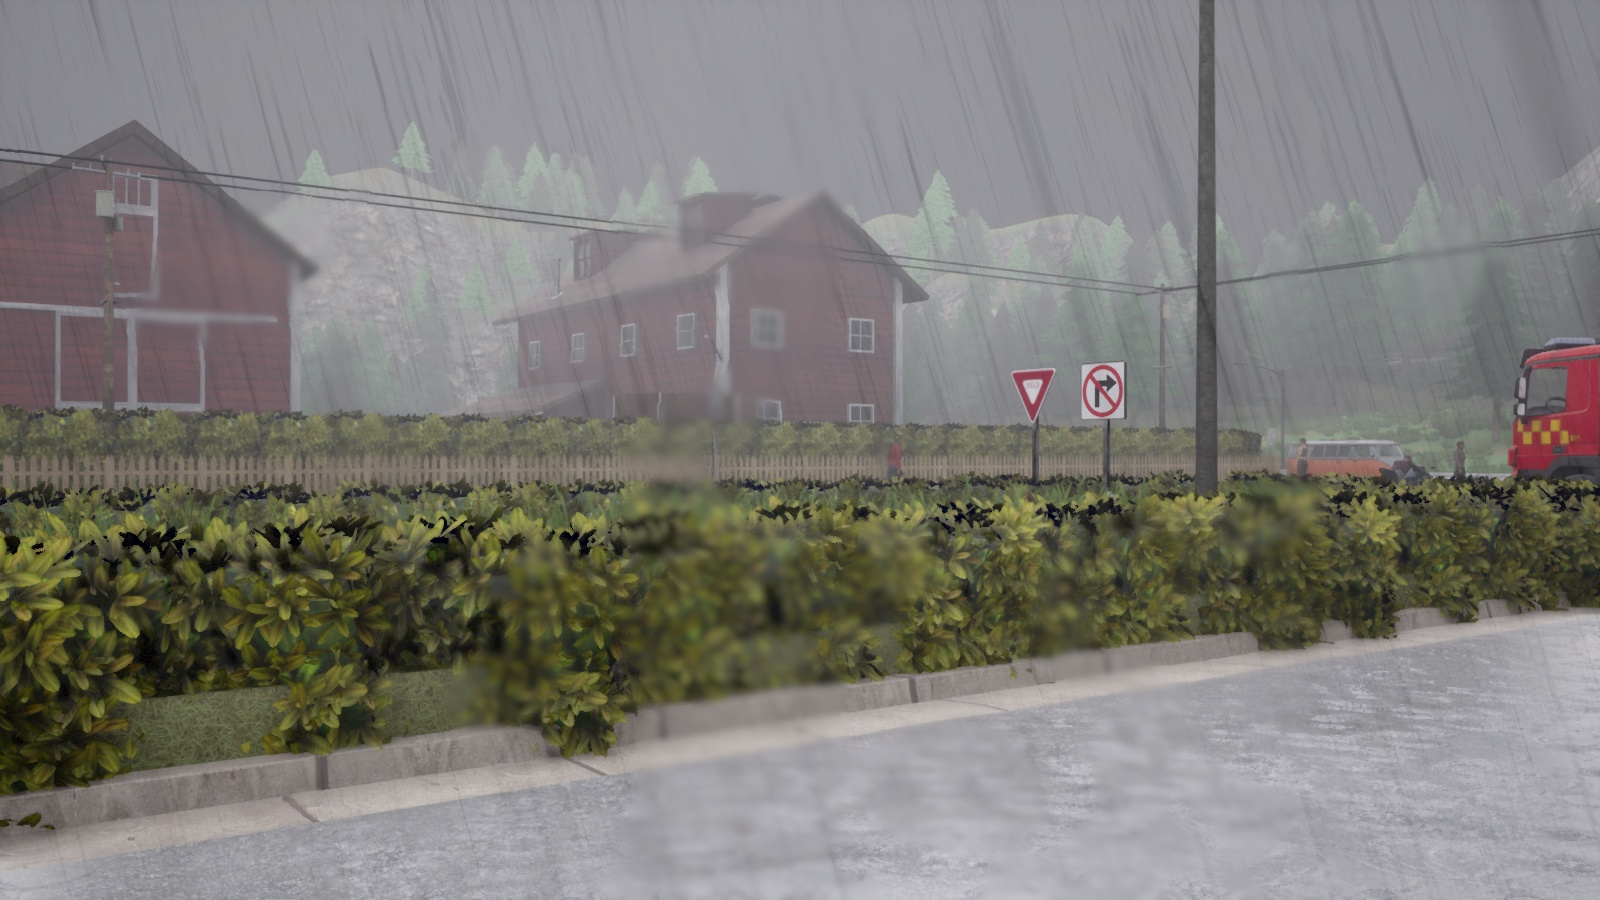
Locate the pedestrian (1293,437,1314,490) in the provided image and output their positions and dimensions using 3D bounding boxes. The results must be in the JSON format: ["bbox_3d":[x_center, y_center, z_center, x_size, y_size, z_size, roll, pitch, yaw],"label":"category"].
[{"bbox_3d":[17.424,0.457,43.445,0.345,1.836,0.594,0,0,-21],"label":"pedestrian"}]

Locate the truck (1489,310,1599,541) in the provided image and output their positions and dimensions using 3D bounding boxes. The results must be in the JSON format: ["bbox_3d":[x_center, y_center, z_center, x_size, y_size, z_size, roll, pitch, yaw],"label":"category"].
[{"bbox_3d":[14.949,-0.414,19.452,2.891,3.827,8.468,0,0,-9],"label":"truck"}]

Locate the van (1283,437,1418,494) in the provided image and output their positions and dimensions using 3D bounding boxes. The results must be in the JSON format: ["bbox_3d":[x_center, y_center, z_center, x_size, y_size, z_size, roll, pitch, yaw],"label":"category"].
[{"bbox_3d":[20.101,0.549,46.035,1.775,1.987,4.442,0,0,-27],"label":"van"}]

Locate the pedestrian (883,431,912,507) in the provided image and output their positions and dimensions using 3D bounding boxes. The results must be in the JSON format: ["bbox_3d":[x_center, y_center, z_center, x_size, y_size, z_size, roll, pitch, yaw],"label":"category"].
[{"bbox_3d":[2.404,0.462,30.955,0.636,1.846,0.331,0,0,-33],"label":"pedestrian"}]

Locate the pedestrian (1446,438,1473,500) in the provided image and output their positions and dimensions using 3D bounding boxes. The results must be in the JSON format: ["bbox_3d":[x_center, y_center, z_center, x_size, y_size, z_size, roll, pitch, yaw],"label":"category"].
[{"bbox_3d":[19.679,0.564,37.478,0.331,1.846,0.634,0,0,-34],"label":"pedestrian"}]

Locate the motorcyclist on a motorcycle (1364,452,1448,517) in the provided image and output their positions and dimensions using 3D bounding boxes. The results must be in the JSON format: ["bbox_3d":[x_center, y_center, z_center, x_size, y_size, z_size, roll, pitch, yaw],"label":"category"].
[{"bbox_3d":[14.828,0.811,30.718,2.191,1.530,0.866,0,0,-35],"label":"motorcyclist on a motorcycle"}]
